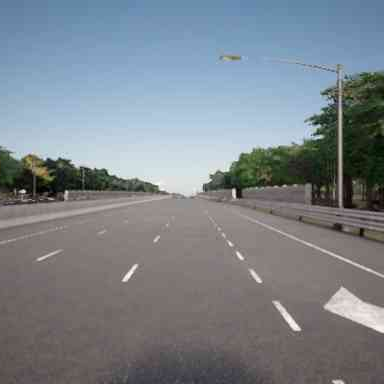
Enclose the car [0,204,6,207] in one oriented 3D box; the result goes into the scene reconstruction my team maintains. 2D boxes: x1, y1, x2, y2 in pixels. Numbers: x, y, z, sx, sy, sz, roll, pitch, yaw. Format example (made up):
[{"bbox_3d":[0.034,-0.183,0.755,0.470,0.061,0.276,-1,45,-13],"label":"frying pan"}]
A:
[{"bbox_3d":[-17.604,1.667,28.288,1.837,1.490,4.892,0,0,0],"label":"car"}]
